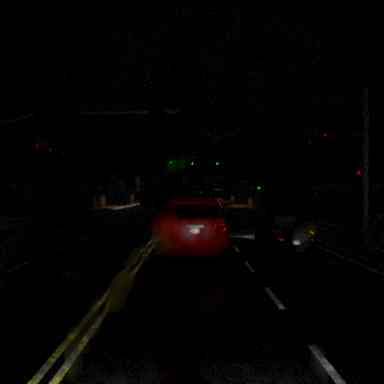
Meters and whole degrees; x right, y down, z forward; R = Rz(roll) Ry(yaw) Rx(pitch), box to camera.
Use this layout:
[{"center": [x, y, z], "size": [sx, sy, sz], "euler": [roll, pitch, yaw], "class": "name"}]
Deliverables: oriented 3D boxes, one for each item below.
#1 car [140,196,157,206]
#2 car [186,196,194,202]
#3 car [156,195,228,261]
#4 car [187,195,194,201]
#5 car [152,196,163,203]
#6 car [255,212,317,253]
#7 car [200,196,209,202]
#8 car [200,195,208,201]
[{"center": [-7.649, 1.622, 56.692], "size": [2.033, 1.411, 5.357], "euler": [0, 0, 1], "class": "car"}, {"center": [-0.447, 1.657, 79.084], "size": [1.994, 1.385, 4.181], "euler": [0, 0, 0], "class": "car"}, {"center": [0.050, 1.239, 12.521], "size": [2.150, 2.045, 5.566], "euler": [0, 0, -1], "class": "car"}, {"center": [-0.391, 1.588, 87.442], "size": [1.994, 1.385, 4.181], "euler": [0, 0, 0], "class": "car"}, {"center": [-7.489, 1.620, 72.861], "size": [1.812, 1.442, 4.674], "euler": [0, 0, 0], "class": "car"}, {"center": [3.725, 1.544, 13.683], "size": [1.812, 1.442, 4.674], "euler": [0, 0, 3], "class": "car"}, {"center": [3.053, 1.657, 79.061], "size": [1.994, 1.385, 4.181], "euler": [0, 0, 0], "class": "car"}, {"center": [3.108, 1.578, 87.346], "size": [1.994, 1.385, 4.181], "euler": [0, 0, 0], "class": "car"}]
